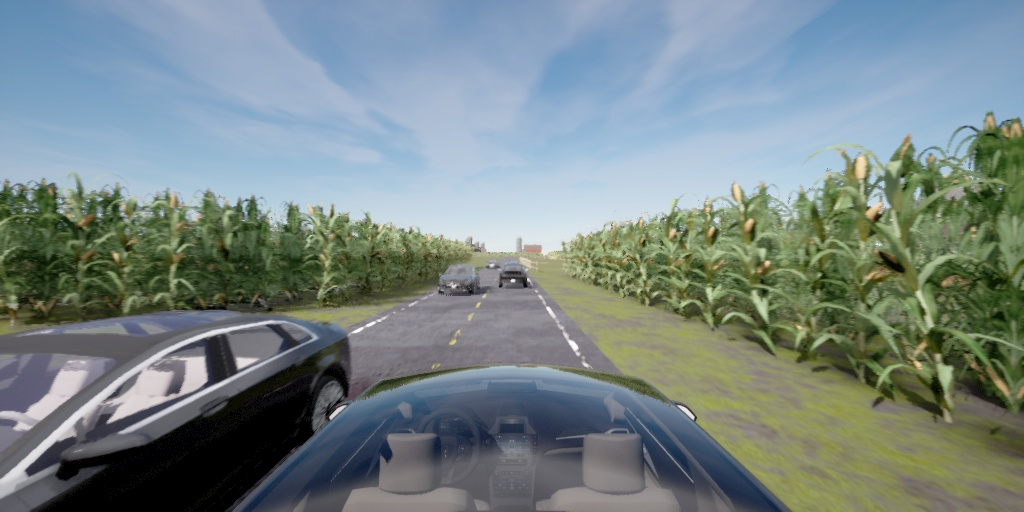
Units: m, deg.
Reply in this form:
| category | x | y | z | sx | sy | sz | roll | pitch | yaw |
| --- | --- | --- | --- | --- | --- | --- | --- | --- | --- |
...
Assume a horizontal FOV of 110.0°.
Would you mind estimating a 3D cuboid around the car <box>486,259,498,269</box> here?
| category | x | y | z | sx | sy | sz | roll | pitch | yaw |
| --- | --- | --- | --- | --- | --- | --- | --- | --- | --- |
| car | -2.795 | 1.201 | 53.297 | 2.128 | 1.511 | 4.902 | 0 | 0 | 0 |

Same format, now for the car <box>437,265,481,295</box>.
| category | x | y | z | sx | sy | sz | roll | pitch | yaw |
| --- | --- | --- | --- | --- | --- | --- | --- | --- | --- |
| car | -2.802 | 1.253 | 19.738 | 1.837 | 1.490 | 4.892 | 0 | -1 | 0 |

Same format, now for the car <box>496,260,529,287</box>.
| category | x | y | z | sx | sy | sz | roll | pitch | yaw |
| --- | --- | --- | --- | --- | --- | --- | --- | --- | --- |
| car | 0.079 | 1.252 | 24.407 | 1.837 | 1.490 | 4.892 | 0 | 1 | 0 |

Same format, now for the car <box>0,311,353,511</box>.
| category | x | y | z | sx | sy | sz | roll | pitch | yaw |
| --- | --- | --- | --- | --- | --- | --- | --- | --- | --- |
| car | -2.850 | 1.238 | 2.425 | 2.128 | 1.511 | 4.902 | 0 | 0 | 0 |
